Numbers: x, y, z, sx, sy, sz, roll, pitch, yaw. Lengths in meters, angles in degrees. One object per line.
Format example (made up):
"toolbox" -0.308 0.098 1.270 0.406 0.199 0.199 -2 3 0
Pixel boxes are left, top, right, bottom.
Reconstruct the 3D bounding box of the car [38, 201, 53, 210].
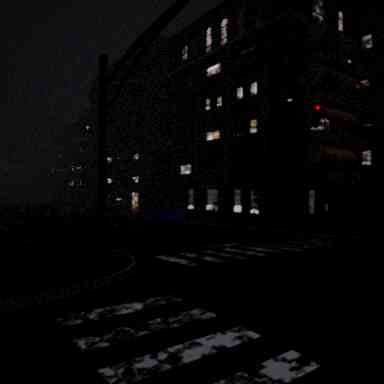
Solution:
"car" -28.945 2.592 65.704 1.967 1.590 4.097 0 -1 -36

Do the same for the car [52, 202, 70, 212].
"car" -22.372 2.519 56.741 1.752 1.417 4.829 0 -1 -36

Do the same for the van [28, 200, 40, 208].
"van" -35.620 2.653 74.806 1.690 1.788 3.998 0 -1 -36

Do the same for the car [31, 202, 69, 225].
"car" -12.296 1.910 28.939 1.967 1.590 4.097 0 -1 -36

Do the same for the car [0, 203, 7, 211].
"car" -32.212 2.472 56.102 1.752 1.417 4.829 0 -1 -36

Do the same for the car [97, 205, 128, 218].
"car" -9.027 2.200 38.540 1.752 1.417 4.829 0 -1 -36

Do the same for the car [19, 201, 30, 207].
"car" -42.289 3.040 83.903 1.947 1.339 4.313 0 -1 -36

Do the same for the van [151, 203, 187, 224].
"van" -2.118 1.857 29.405 1.690 1.788 3.998 0 -1 -36

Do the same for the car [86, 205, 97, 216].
"car" -12.262 2.317 42.953 1.947 1.339 4.313 0 -1 -36

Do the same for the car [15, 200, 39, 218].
"car" -18.968 2.069 38.039 1.967 1.590 4.097 0 -1 -36
